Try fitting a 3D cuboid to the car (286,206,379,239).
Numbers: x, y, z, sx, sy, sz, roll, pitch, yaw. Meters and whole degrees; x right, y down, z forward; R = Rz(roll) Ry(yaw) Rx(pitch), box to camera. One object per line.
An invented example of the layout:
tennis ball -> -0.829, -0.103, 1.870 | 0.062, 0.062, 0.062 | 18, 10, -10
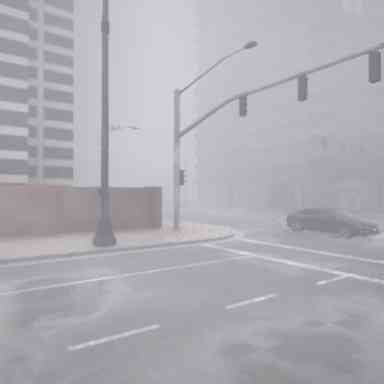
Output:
car -> 7.405, 1.575, 18.011 | 1.837, 1.490, 4.892 | 0, 0, -36
